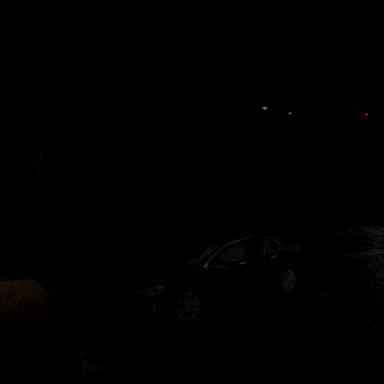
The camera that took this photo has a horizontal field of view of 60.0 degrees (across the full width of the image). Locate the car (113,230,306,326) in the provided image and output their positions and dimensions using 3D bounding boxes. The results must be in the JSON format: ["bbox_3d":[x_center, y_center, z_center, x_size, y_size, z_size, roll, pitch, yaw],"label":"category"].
[{"bbox_3d":[0.555,1.518,6.929,4.403,1.369,2.008,-1,0,-35],"label":"car"}]

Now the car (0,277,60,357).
[{"bbox_3d":[-4.082,1.536,3.622,4.829,1.417,1.752,-1,0,-35],"label":"car"}]
